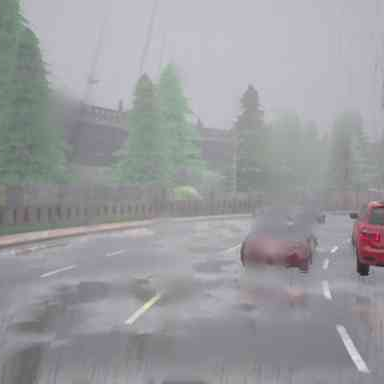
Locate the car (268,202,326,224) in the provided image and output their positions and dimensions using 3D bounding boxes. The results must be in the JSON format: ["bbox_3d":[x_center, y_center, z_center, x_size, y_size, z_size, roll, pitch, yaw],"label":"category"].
[{"bbox_3d":[7.606,1.616,23.365,4.181,1.385,1.994,0,0,-41],"label":"car"}]

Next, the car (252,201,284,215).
[{"bbox_3d":[7.063,1.535,27.437,4.902,1.511,2.128,0,0,-37],"label":"car"}]

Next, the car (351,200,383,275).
[{"bbox_3d":[6.230,1.271,10.264,2.150,2.045,5.566,0,0,25],"label":"car"}]

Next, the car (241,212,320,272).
[{"bbox_3d":[3.014,1.583,11.084,1.994,1.385,4.181,0,0,23],"label":"car"}]
